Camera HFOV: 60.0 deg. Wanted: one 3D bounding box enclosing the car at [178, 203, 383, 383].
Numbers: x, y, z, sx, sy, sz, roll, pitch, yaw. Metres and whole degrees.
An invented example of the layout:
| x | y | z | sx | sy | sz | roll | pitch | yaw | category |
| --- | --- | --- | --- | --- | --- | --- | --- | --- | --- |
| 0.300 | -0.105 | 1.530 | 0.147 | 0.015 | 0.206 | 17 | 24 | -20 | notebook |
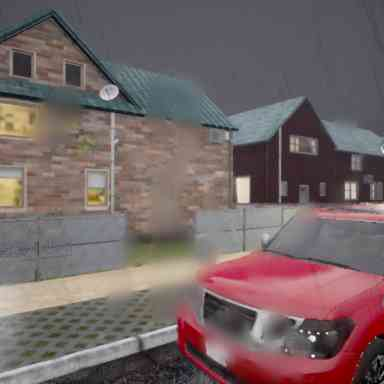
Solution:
| x | y | z | sx | sy | sz | roll | pitch | yaw | category |
| --- | --- | --- | --- | --- | --- | --- | --- | --- | --- |
| 2.484 | 1.222 | 4.855 | 5.566 | 2.045 | 2.150 | 0 | 0 | -36 | car |
